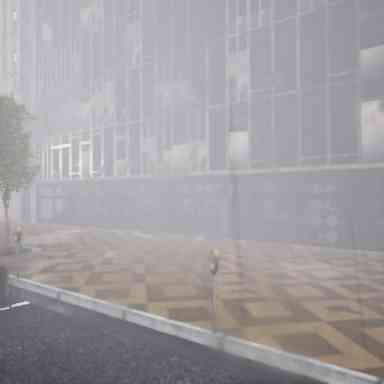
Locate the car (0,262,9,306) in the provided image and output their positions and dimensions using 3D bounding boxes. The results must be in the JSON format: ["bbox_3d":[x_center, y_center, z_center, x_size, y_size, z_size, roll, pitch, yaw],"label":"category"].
[{"bbox_3d":[-5.402,1.618,6.743,4.313,1.339,1.947,0,0,36],"label":"car"}]
